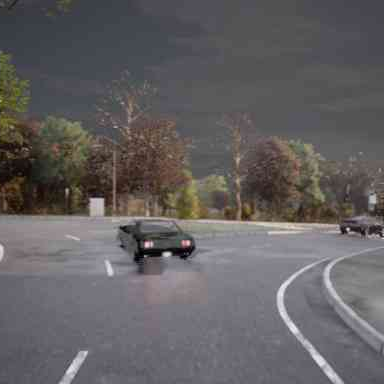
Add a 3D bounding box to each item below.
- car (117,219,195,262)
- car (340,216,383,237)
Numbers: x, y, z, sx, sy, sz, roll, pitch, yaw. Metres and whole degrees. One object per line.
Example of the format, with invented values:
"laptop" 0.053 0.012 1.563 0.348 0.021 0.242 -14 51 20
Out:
"car" -1.553 1.635 12.351 1.895 1.301 4.718 1 0 -21
"car" 13.364 2.660 25.923 4.892 1.490 1.837 5 -3 -38
